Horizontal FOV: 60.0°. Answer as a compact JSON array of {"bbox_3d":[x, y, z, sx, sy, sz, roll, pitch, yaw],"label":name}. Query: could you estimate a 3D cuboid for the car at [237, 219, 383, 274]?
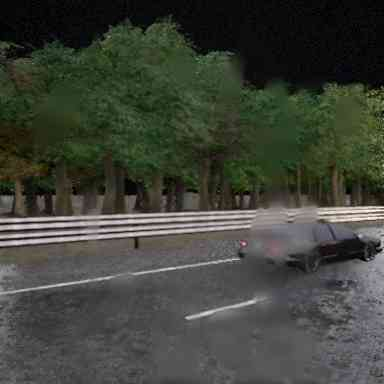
[{"bbox_3d":[3.938,1.599,10.685,5.357,1.411,2.033,0,0,-34],"label":"car"}]
